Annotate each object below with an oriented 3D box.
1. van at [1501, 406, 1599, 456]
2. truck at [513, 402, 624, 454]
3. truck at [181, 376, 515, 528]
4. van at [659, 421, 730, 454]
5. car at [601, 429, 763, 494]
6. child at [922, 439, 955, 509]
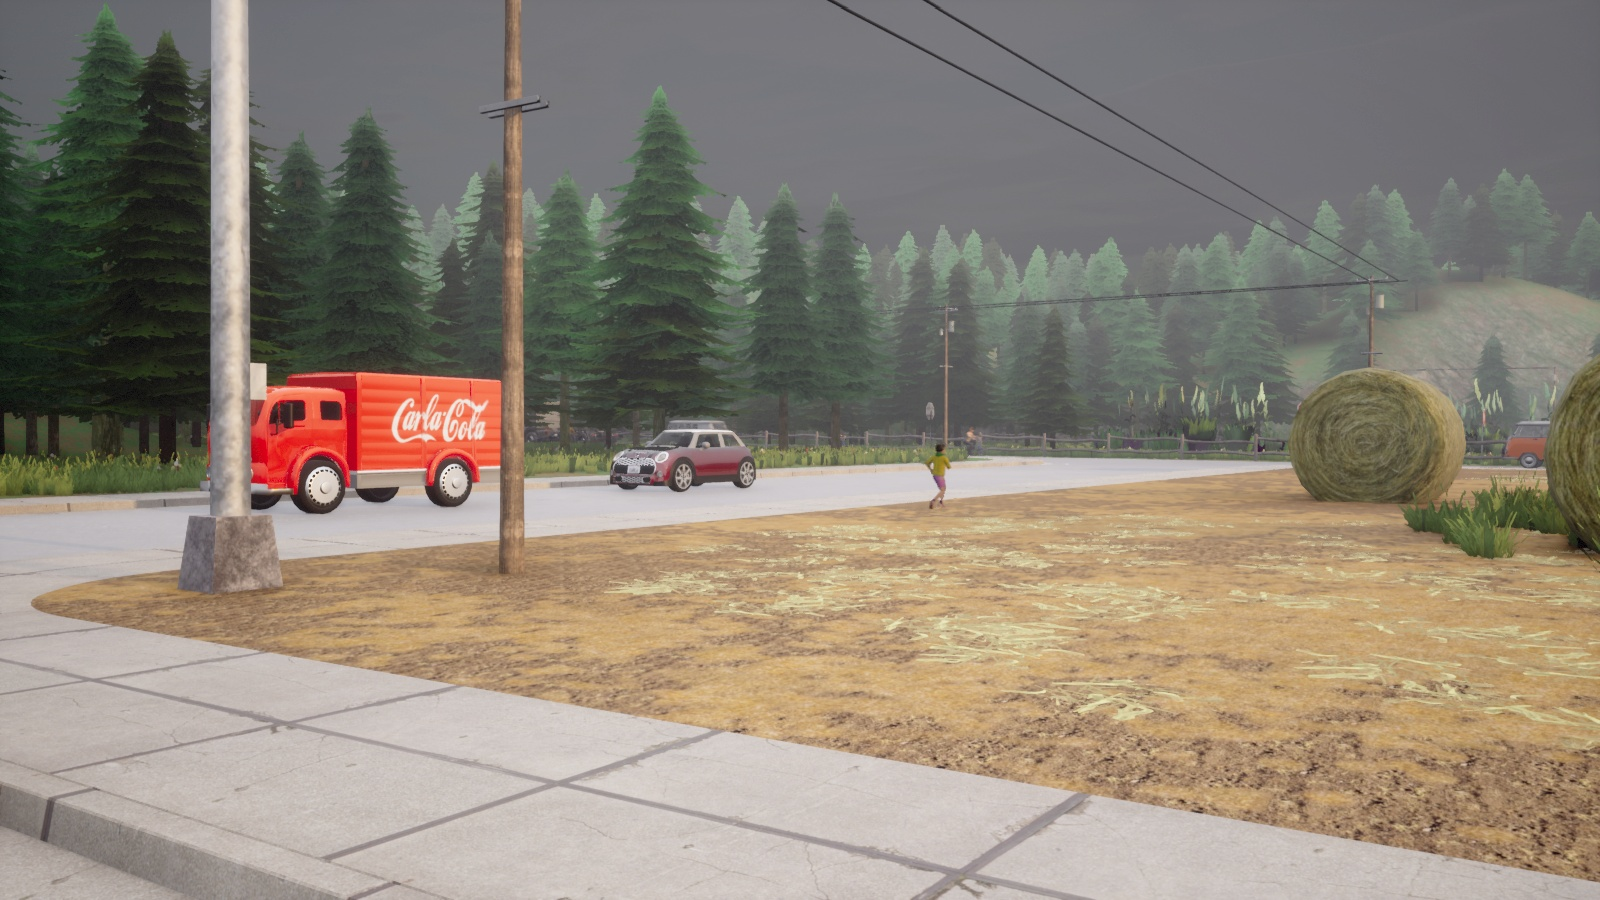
[{"bbox_3d":[31.442,-0.776,51.510,4.442,1.987,1.775,0,1,37],"label":"van"},{"bbox_3d":[-16.098,-1.524,87.022,7.936,3.462,2.891,0,1,36],"label":"truck"},{"bbox_3d":[-8.144,-0.019,23.156,2.627,2.467,5.204,0,1,35],"label":"truck"},{"bbox_3d":[-6.758,-0.794,80.307,4.442,1.987,1.775,0,1,36],"label":"van"},{"bbox_3d":[-2.832,0.238,30.845,1.970,1.475,3.806,0,1,35],"label":"car"},{"bbox_3d":[2.313,0.395,20.991,0.473,1.160,0.299,-1,1,-38],"label":"child"}]
